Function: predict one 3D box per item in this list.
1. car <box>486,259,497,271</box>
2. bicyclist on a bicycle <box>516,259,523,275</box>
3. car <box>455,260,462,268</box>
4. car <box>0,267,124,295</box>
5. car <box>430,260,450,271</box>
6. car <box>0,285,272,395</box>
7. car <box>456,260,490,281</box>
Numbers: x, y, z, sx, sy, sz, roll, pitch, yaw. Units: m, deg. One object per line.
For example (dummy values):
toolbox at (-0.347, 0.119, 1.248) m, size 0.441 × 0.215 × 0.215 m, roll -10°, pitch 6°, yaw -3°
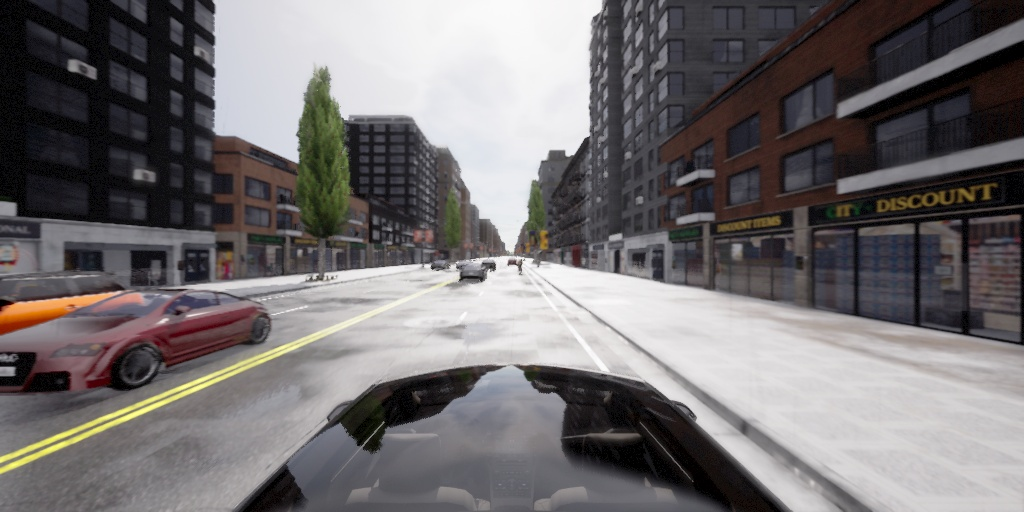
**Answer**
car at (-3.127, 1.189, 48.880) m, size 1.882 × 1.535 × 5.008 m, roll 0°, pitch 0°, yaw 0°
bicyclist on a bicycle at (0.910, 1.176, 37.682) m, size 0.582 × 1.620 × 1.656 m, roll 0°, pitch 0°, yaw 0°
car at (-6.545, 1.275, 49.657) m, size 1.994 × 1.385 × 4.181 m, roll 0°, pitch 0°, yaw 0°
car at (-9.846, 1.102, 6.691) m, size 2.097 × 1.767 × 4.553 m, roll 0°, pitch 0°, yaw 0°
car at (-9.794, 1.259, 49.274) m, size 2.033 × 1.411 × 5.357 m, roll 0°, pitch 0°, yaw 0°
car at (-6.595, 1.313, 6.650) m, size 1.994 × 1.385 × 4.181 m, roll 0°, pitch 0°, yaw 0°
car at (-3.137, 1.296, 29.625) m, size 1.994 × 1.385 × 4.181 m, roll 0°, pitch 0°, yaw 0°
